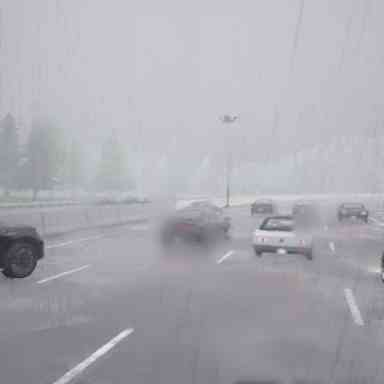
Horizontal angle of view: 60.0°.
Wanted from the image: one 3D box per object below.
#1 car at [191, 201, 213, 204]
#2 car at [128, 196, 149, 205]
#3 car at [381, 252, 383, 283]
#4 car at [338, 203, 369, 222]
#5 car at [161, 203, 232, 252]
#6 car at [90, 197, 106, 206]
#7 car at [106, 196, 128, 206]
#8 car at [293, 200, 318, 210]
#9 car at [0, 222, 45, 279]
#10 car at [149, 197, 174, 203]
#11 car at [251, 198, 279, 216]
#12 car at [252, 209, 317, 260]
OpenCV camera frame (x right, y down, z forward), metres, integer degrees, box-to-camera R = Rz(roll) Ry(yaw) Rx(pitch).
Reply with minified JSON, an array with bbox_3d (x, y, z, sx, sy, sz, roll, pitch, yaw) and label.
[{"bbox_3d":[0.858,1.418,25.304,2.033,1.411,5.357,0,0,21],"label":"car"},{"bbox_3d":[-6.143,1.419,44.984,1.895,1.301,4.718,0,0,25],"label":"car"},{"bbox_3d":[5.144,1.534,6.560,1.994,1.385,4.181,0,0,20],"label":"car"},{"bbox_3d":[12.167,1.483,25.354,1.895,1.301,4.718,0,0,22],"label":"car"},{"bbox_3d":[0.350,1.433,13.849,1.837,1.490,4.892,0,0,20],"label":"car"},{"bbox_3d":[-12.477,1.373,47.962,1.895,1.301,4.718,0,0,25],"label":"car"},{"bbox_3d":[-9.297,1.275,46.500,1.882,1.535,5.008,0,0,25],"label":"car"},{"bbox_3d":[9.872,1.387,28.948,1.812,1.442,4.674,0,0,22],"label":"car"},{"bbox_3d":[-5.835,1.178,7.098,2.150,2.045,5.566,0,0,20],"label":"car"},{"bbox_3d":[-2.962,1.374,43.522,2.033,1.411,5.357,0,0,25],"label":"car"},{"bbox_3d":[6.778,1.327,30.585,1.882,1.535,5.008,0,0,23],"label":"car"},{"bbox_3d":[3.554,1.540,12.413,1.895,1.301,4.718,0,0,20],"label":"car"}]
